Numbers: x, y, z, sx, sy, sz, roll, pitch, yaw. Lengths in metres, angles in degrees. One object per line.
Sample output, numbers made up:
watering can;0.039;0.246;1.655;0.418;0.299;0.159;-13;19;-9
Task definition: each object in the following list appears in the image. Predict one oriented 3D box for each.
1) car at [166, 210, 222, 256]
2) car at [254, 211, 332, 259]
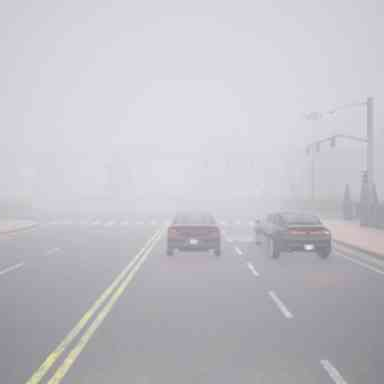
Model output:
car;0.063;1.448;13.001;1.882;1.535;5.008;0;-1;0
car;3.560;1.471;12.488;1.837;1.490;4.892;0;-1;0
